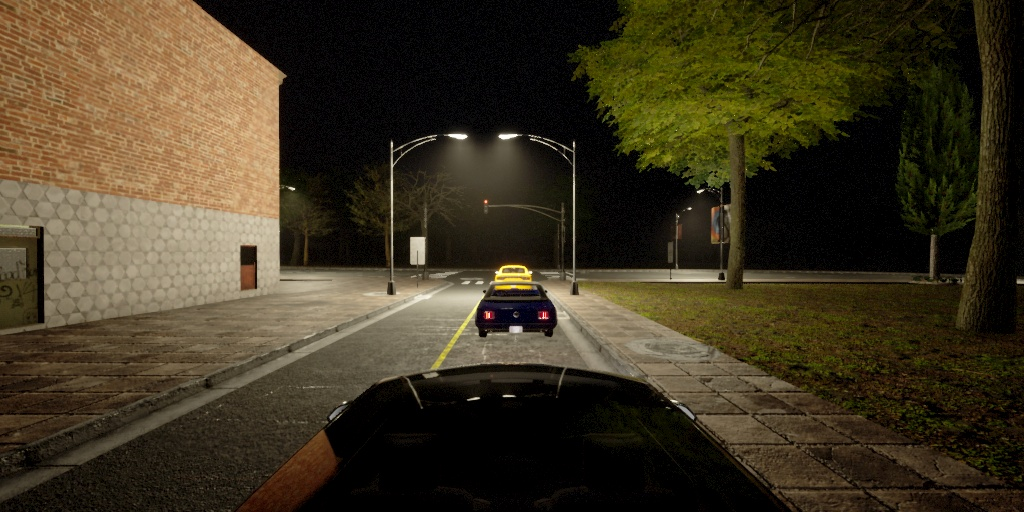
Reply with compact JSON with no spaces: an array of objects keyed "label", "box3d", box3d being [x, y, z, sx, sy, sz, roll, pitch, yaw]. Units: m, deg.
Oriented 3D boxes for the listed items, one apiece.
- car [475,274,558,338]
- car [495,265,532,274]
[{"label":"car","box3d":[0.093,1.357,10.230,1.895,1.301,4.718,0,0,0]},{"label":"car","box3d":[0.089,1.255,19.574,1.882,1.535,5.008,0,0,1]}]
